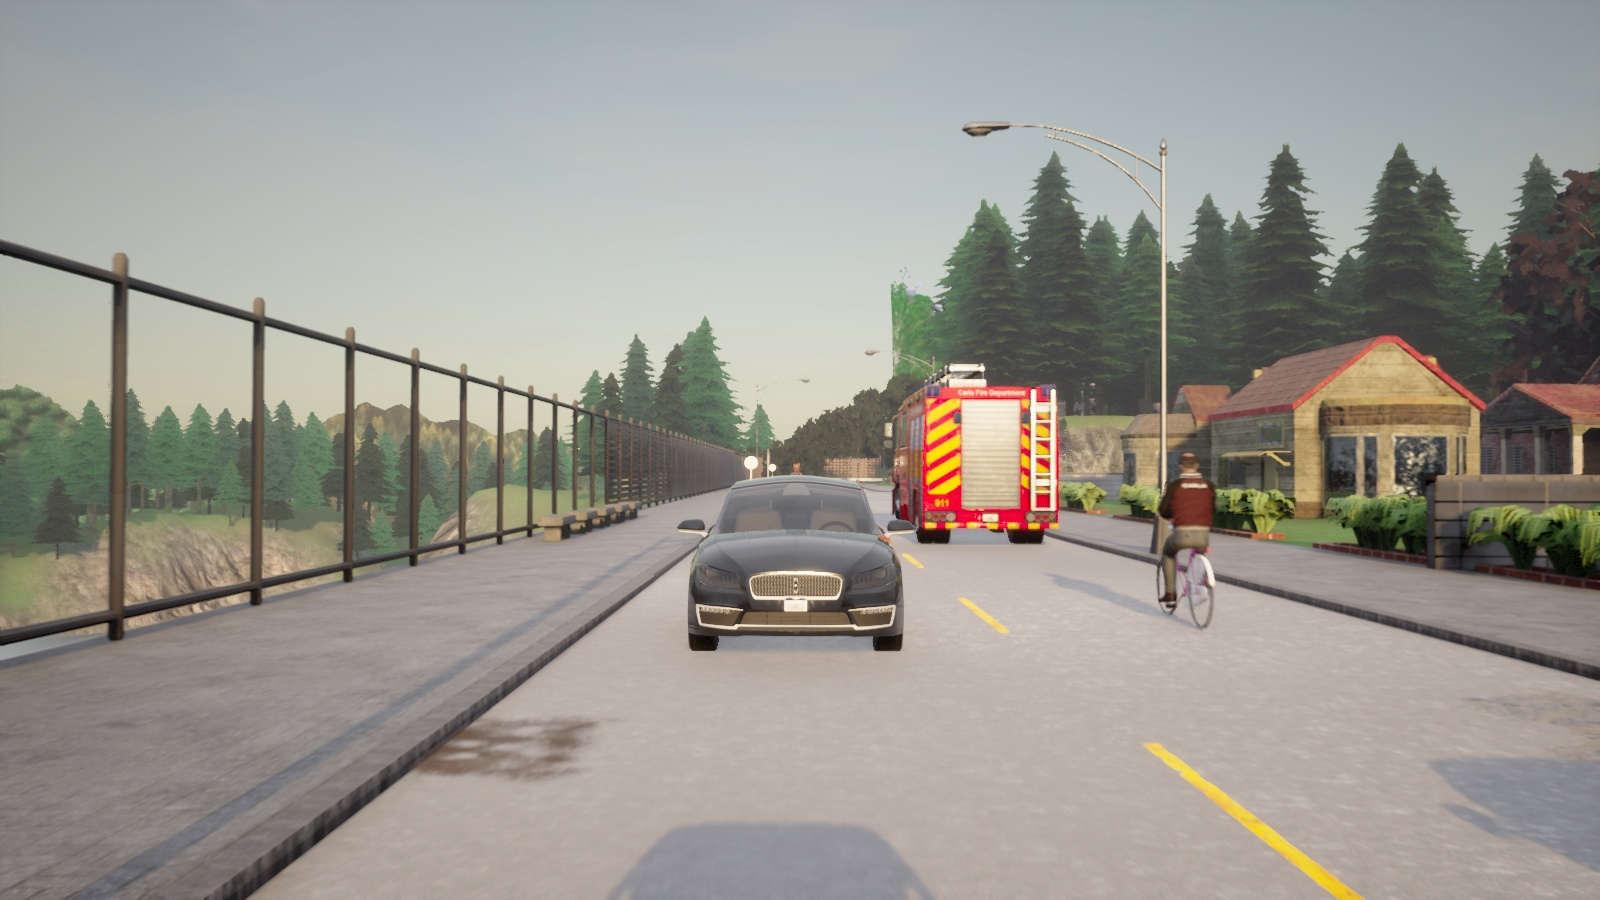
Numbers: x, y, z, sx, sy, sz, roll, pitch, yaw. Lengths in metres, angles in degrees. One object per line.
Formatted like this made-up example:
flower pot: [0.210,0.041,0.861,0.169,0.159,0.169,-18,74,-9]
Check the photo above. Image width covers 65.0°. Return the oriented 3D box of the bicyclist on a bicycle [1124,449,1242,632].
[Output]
bicyclist on a bicycle: [3.967,0.890,13.154,0.659,1.776,1.843,0,-1,0]

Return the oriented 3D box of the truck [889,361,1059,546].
truck: [3.921,0.143,30.383,2.891,3.827,8.468,0,-1,0]

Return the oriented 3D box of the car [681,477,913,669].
car: [-0.030,1.027,12.390,1.837,1.490,4.892,0,-1,0]
